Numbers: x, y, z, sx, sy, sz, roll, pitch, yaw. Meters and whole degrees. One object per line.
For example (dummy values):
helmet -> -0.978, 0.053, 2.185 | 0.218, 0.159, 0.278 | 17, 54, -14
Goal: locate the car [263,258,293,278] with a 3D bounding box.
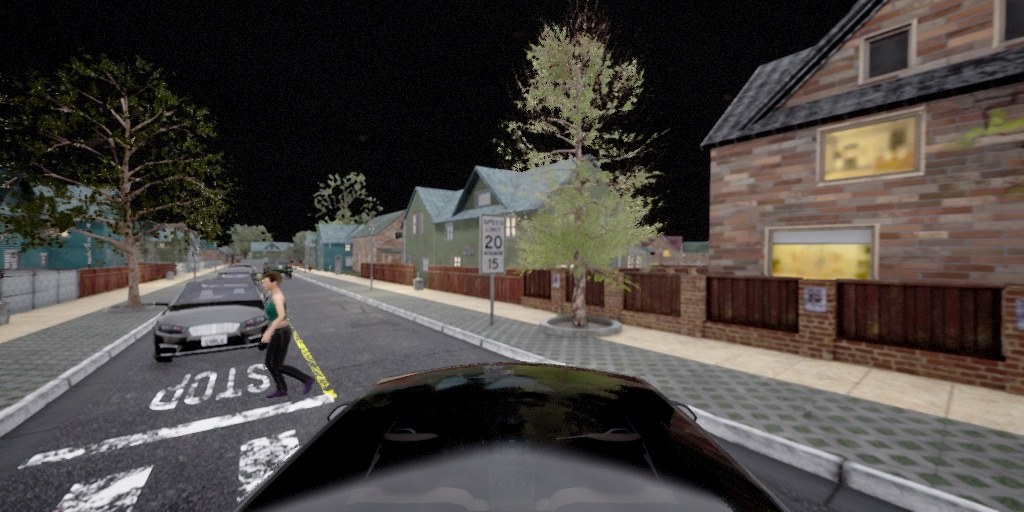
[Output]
car -> -24.103, 1.221, 37.045 | 2.150, 2.045, 5.566 | 0, 0, -36

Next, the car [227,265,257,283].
car -> -24.134, 1.532, 32.179 | 2.033, 1.411, 5.357 | 0, 0, -36

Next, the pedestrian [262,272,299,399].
pedestrian -> -3.310, 1.076, 5.073 | 0.375, 1.860, 0.375 | -2, 2, -36

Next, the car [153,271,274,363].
car -> -6.932, 1.305, 8.593 | 2.128, 1.511, 4.902 | 0, 0, -36

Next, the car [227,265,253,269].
car -> -18.153, 1.430, 23.939 | 1.837, 1.490, 4.892 | 0, 0, -36

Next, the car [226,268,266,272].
car -> -12.409, 1.432, 16.072 | 1.994, 1.385, 4.181 | 0, 0, -36
